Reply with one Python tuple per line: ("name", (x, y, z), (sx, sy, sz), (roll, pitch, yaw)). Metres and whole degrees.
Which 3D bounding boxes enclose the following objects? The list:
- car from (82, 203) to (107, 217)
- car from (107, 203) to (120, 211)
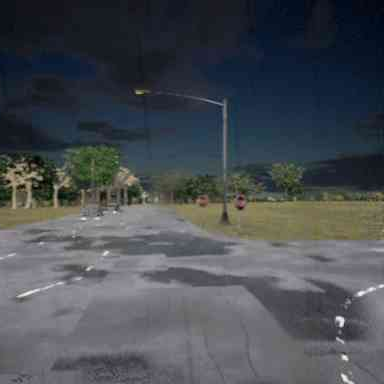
("car", (-11.432, 2.107, 38.565), (1.837, 1.490, 4.892), (0, -1, -6))
("car", (-13.283, 2.500, 56.115), (2.033, 1.411, 5.357), (0, -1, -6))
